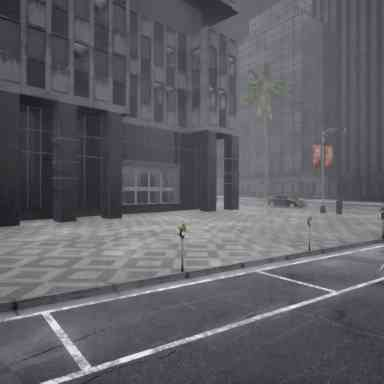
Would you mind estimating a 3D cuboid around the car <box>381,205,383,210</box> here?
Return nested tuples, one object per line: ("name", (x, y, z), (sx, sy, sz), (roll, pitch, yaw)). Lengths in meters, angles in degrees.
("car", (18.387, 1.366, 28.012), (1.994, 1.385, 4.181), (0, 1, -35))

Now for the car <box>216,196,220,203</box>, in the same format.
("car", (2.189, 0.820, 50.892), (1.837, 1.490, 4.892), (0, 1, -35))

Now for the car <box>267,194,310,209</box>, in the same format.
("car", (10.958, 1.075, 38.493), (1.837, 1.490, 4.892), (0, 3, -35))

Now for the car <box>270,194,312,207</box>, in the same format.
("car", (12.443, 1.025, 42.018), (1.882, 1.535, 5.008), (0, 1, -35))
